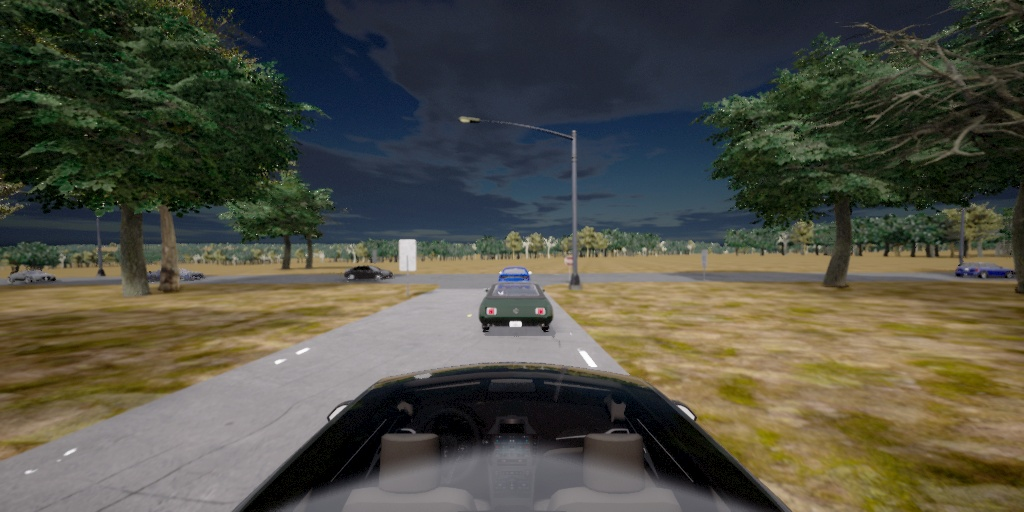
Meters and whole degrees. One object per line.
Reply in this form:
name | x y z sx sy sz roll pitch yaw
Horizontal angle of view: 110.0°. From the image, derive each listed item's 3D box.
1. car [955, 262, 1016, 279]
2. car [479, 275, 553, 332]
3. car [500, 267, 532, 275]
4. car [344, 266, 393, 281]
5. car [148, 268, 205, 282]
car | 50.662 1.460 38.450 4.553 1.767 2.097 0 2 -5
car | 0.101 1.429 11.159 1.895 1.301 4.718 0 0 0
car | 0.222 1.401 22.303 1.882 1.535 5.008 0 -1 2
car | -14.792 1.738 37.059 4.892 1.490 1.837 0 2 6
car | -36.284 1.993 38.696 5.357 1.411 2.033 -1 2 5
